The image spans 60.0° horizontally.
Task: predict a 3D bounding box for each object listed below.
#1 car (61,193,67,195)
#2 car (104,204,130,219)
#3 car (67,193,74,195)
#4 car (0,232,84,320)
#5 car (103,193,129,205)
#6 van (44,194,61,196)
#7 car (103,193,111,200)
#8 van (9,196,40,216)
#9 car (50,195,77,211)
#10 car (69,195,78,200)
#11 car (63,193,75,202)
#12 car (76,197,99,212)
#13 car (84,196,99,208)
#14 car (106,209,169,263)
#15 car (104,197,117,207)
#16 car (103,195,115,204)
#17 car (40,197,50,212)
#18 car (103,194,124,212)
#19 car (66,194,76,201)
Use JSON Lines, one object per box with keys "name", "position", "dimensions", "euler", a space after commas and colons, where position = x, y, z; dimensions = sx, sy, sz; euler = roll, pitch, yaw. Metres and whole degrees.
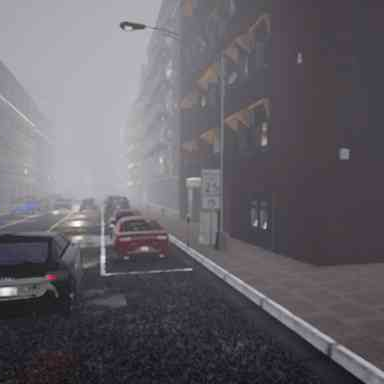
{"name": "car", "position": [-21.794, 1.192, 53.154], "dimensions": [2.192, 1.841, 5.009], "euler": [-1, 0, -15]}
{"name": "car", "position": [-3.352, 1.532, 17.034], "dimensions": [1.947, 1.339, 4.313], "euler": [-1, 0, -15]}
{"name": "car", "position": [-26.209, 1.399, 69.563], "dimensions": [2.008, 1.369, 4.403], "euler": [-1, 0, -15]}
{"name": "car", "position": [-3.479, 1.546, 7.219], "dimensions": [1.994, 1.385, 4.181], "euler": [0, 0, -15]}
{"name": "car", "position": [-6.306, 1.258, 27.969], "dimensions": [2.192, 1.841, 5.009], "euler": [-1, 0, -15]}
{"name": "van", "position": [-20.290, 1.228, 47.694], "dimensions": [1.690, 1.788, 3.998], "euler": [-1, 0, -15]}
{"name": "car", "position": [-22.540, 1.150, 88.119], "dimensions": [2.192, 1.841, 5.009], "euler": [-1, 0, -15]}
{"name": "van", "position": [-15.848, 1.259, 31.292], "dimensions": [1.690, 1.788, 3.998], "euler": [-1, 0, -15]}
{"name": "car", "position": [-15.547, 1.454, 40.422], "dimensions": [2.033, 1.411, 5.357], "euler": [0, 0, -15]}
{"name": "car", "position": [-30.636, 1.387, 85.967], "dimensions": [1.947, 1.339, 4.313], "euler": [-1, 0, -15]}
{"name": "car", "position": [-27.687, 1.154, 75.030], "dimensions": [2.192, 1.841, 5.009], "euler": [-1, 0, -15]}
{"name": "car", "position": [-11.518, 1.445, 37.207], "dimensions": [1.812, 1.442, 4.674], "euler": [0, 0, -15]}
{"name": "car", "position": [-14.256, 1.378, 47.162], "dimensions": [1.882, 1.535, 5.008], "euler": [0, 0, -15]}
{"name": "car", "position": [-1.966, 1.522, 11.896], "dimensions": [1.887, 1.381, 4.507], "euler": [-1, 0, -15]}
{"name": "car", "position": [-12.207, 1.483, 49.843], "dimensions": [1.802, 1.307, 4.206], "euler": [-1, 0, -15]}
{"name": "car", "position": [-15.159, 1.321, 60.779], "dimensions": [1.967, 1.590, 4.097], "euler": [-1, 0, -15]}
{"name": "car", "position": [-17.322, 1.489, 36.761], "dimensions": [1.802, 1.307, 4.206], "euler": [-1, 0, -15]}
{"name": "car", "position": [-9.258, 1.237, 38.906], "dimensions": [2.192, 1.841, 5.009], "euler": [-1, 0, -15]}
{"name": "car", "position": [-29.161, 1.270, 80.499], "dimensions": [1.967, 1.590, 4.097], "euler": [-1, 0, -15]}
